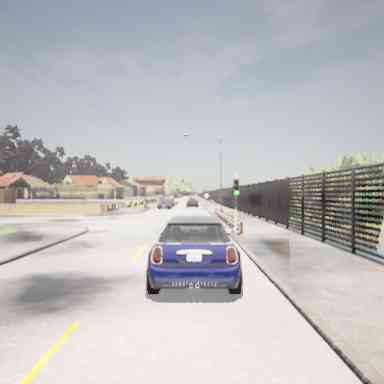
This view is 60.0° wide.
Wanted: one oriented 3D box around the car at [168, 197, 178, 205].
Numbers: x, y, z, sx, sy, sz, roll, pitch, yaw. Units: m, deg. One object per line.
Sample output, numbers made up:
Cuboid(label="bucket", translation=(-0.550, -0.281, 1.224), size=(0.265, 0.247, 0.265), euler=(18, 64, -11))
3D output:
Cuboid(label="car", translation=(-4.002, 1.951, 70.527), size=(1.882, 1.535, 5.008), euler=(0, 0, 0))

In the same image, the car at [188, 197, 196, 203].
Cuboid(label="car", translation=(-0.008, 2.105, 86.667), size=(1.812, 1.442, 4.674), euler=(0, 0, 0))

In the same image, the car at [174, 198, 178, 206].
Cuboid(label="car", translation=(-4.071, 1.952, 60.264), size=(2.033, 1.411, 5.357), euler=(0, 0, 0))

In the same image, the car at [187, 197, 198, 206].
Cuboid(label="car", translation=(0.098, 1.961, 59.124), size=(1.994, 1.385, 4.181), euler=(0, 0, 0))

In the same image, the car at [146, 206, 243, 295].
Cuboid(label="car", translation=(0.060, 1.413, 9.056), size=(2.097, 1.767, 4.553), euler=(0, 0, 0))

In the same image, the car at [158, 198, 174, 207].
Cuboid(label="car", translation=(-4.088, 1.865, 50.496), size=(1.812, 1.442, 4.674), euler=(0, 0, 0))
